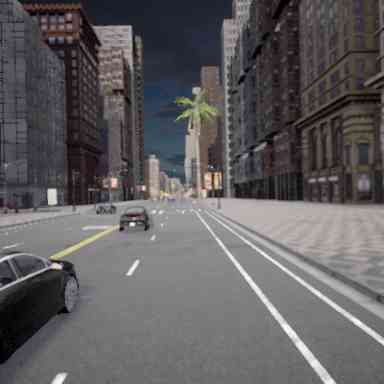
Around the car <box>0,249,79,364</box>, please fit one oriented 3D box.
[{"bbox_3d":[-3.207,1.602,4.957,2.128,1.511,4.902,-1,0,-2],"label":"car"}]

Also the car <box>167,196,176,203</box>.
[{"bbox_3d":[-5.839,2.222,92.156,1.812,1.442,4.674,-1,-1,-2],"label":"car"}]

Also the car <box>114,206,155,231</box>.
[{"bbox_3d":[-3.722,1.749,22.739,1.837,1.490,4.892,-1,-1,-2],"label":"car"}]

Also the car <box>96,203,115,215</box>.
[{"bbox_3d":[-10.901,2.125,42.534,1.994,1.385,4.181,-1,-1,-1],"label":"car"}]

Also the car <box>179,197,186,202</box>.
[{"bbox_3d":[-2.579,2.139,91.836,2.033,1.411,5.357,-1,-1,-2],"label":"car"}]
